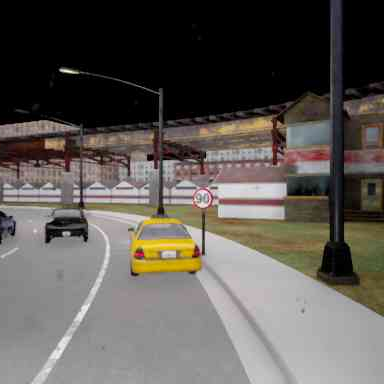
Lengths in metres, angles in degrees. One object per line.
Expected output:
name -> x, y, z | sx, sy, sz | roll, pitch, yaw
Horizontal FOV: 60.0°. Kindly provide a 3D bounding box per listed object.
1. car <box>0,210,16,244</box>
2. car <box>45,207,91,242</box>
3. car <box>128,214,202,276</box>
car -> -9.477, 1.526, 15.424 | 1.812, 1.442, 4.674 | 0, 0, -19
car -> -6.125, 1.508, 16.446 | 1.837, 1.490, 4.892 | 0, 0, -19
car -> -1.018, 1.457, 10.389 | 1.801, 1.575, 5.366 | 0, 0, -11
